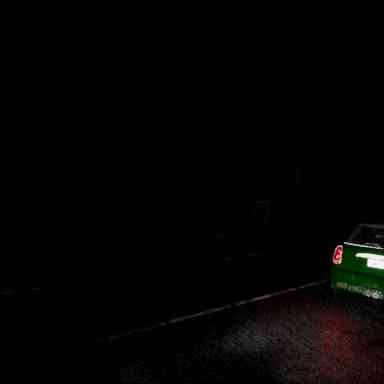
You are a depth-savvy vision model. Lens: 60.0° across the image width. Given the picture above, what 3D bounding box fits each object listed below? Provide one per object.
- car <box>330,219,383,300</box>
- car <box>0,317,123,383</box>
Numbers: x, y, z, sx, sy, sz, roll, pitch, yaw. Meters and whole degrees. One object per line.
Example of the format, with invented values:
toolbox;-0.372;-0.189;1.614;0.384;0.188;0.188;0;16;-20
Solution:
car;5.140;1.352;7.404;4.553;1.767;2.097;0;0;-35
car;-2.774;1.492;1.771;4.902;1.511;2.128;0;0;-36
